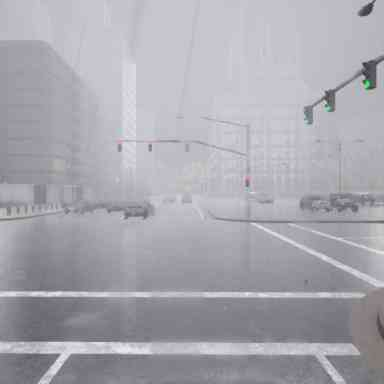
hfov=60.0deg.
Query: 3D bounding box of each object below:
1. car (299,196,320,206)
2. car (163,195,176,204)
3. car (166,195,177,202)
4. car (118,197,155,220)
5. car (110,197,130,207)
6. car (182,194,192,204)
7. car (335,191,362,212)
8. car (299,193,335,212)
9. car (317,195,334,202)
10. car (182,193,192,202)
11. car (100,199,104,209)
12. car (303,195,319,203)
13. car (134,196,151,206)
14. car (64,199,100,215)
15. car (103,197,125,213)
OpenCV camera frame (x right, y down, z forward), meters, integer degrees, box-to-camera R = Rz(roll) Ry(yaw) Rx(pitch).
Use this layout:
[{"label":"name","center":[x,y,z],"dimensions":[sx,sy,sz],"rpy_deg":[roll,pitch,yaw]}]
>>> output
[{"label":"car","center":[18.716,1.395,53.170],"dimensions":[1.970,1.475,3.806],"rpy_deg":[0,0,0]},{"label":"car","center":[-4.569,1.564,65.564],"dimensions":[1.994,1.385,4.181],"rpy_deg":[0,0,0]},{"label":"car","center":[-4.623,1.351,74.402],"dimensions":[2.128,1.511,4.902],"rpy_deg":[0,0,0]},{"label":"car","center":[-4.411,1.491,28.330],"dimensions":[2.128,1.511,4.902],"rpy_deg":[0,0,3]},{"label":"car","center":[-11.592,1.547,53.943],"dimensions":[2.033,1.411,5.357],"rpy_deg":[0,0,0]},{"label":"car","center":[-1.070,1.601,65.665],"dimensions":[1.895,1.301,4.718],"rpy_deg":[0,0,0]},{"label":"car","center":[16.053,1.156,35.696],"dimensions":[1.905,1.878,3.866],"rpy_deg":[0,0,0]},{"label":"car","center":[13.159,1.153,35.744],"dimensions":[1.932,1.855,4.605],"rpy_deg":[0,0,0]},{"label":"car","center":[27.341,1.364,68.293],"dimensions":[1.784,1.438,3.905],"rpy_deg":[0,0,0]},{"label":"car","center":[-1.122,1.181,74.394],"dimensions":[2.097,1.767,4.553],"rpy_deg":[0,0,0]},{"label":"car","center":[-11.536,1.601,43.403],"dimensions":[1.895,1.301,4.718],"rpy_deg":[0,0,0]},{"label":"car","center":[24.446,1.395,68.286],"dimensions":[1.970,1.475,3.806],"rpy_deg":[0,0,0]},{"label":"car","center":[-8.096,1.491,55.316],"dimensions":[2.128,1.511,4.902],"rpy_deg":[0,0,0]},{"label":"car","center":[-11.481,1.492,34.135],"dimensions":[2.128,1.511,4.902],"rpy_deg":[0,0,0]},{"label":"car","center":[-7.996,1.564,36.730],"dimensions":[1.994,1.385,4.181],"rpy_deg":[0,0,0]}]
